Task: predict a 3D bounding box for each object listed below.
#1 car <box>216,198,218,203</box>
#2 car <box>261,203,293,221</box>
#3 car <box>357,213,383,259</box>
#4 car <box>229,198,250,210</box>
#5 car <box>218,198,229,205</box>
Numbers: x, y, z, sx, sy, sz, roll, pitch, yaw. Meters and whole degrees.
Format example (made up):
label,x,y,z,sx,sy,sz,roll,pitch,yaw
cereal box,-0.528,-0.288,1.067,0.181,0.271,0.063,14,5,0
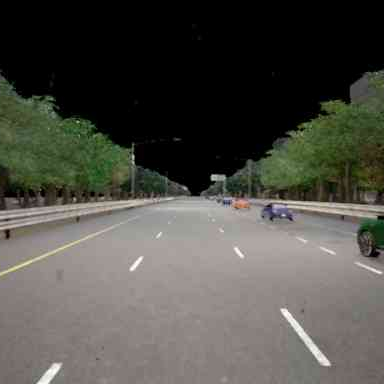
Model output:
label,x,y,z,sx,sy,sz,roll,pitch,yaw
car,7.384,2.244,87.248,1.837,1.490,4.892,0,-1,1
car,7.031,1.636,27.780,1.812,1.442,4.674,0,0,0
car,7.000,1.236,9.619,2.150,2.045,5.566,0,0,0
car,7.111,1.665,48.704,2.097,1.767,4.553,0,-1,0
car,7.244,2.028,70.263,1.882,1.535,5.008,0,-1,0
